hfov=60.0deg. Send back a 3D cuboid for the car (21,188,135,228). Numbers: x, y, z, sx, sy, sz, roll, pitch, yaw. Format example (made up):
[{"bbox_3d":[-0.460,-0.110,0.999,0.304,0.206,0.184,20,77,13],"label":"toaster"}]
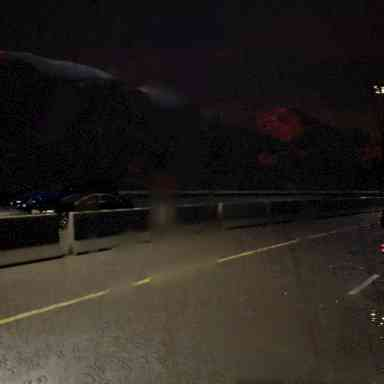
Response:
[{"bbox_3d":[-5.006,0.751,15.804,2.128,1.511,4.902,3,3,43],"label":"car"}]

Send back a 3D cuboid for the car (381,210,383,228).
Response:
[{"bbox_3d":[11.456,1.148,17.263,4.892,1.490,1.837,0,3,-43],"label":"car"}]

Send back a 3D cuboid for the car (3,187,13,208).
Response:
[{"bbox_3d":[-9.124,0.437,21.639,1.837,1.490,4.892,3,3,43],"label":"car"}]

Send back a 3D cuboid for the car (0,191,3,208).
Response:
[{"bbox_3d":[-12.034,0.271,23.643,2.128,1.511,4.902,4,3,43],"label":"car"}]

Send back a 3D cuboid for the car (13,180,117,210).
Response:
[{"bbox_3d":[-6.734,0.312,19.101,2.150,2.045,5.566,3,3,43],"label":"car"}]
